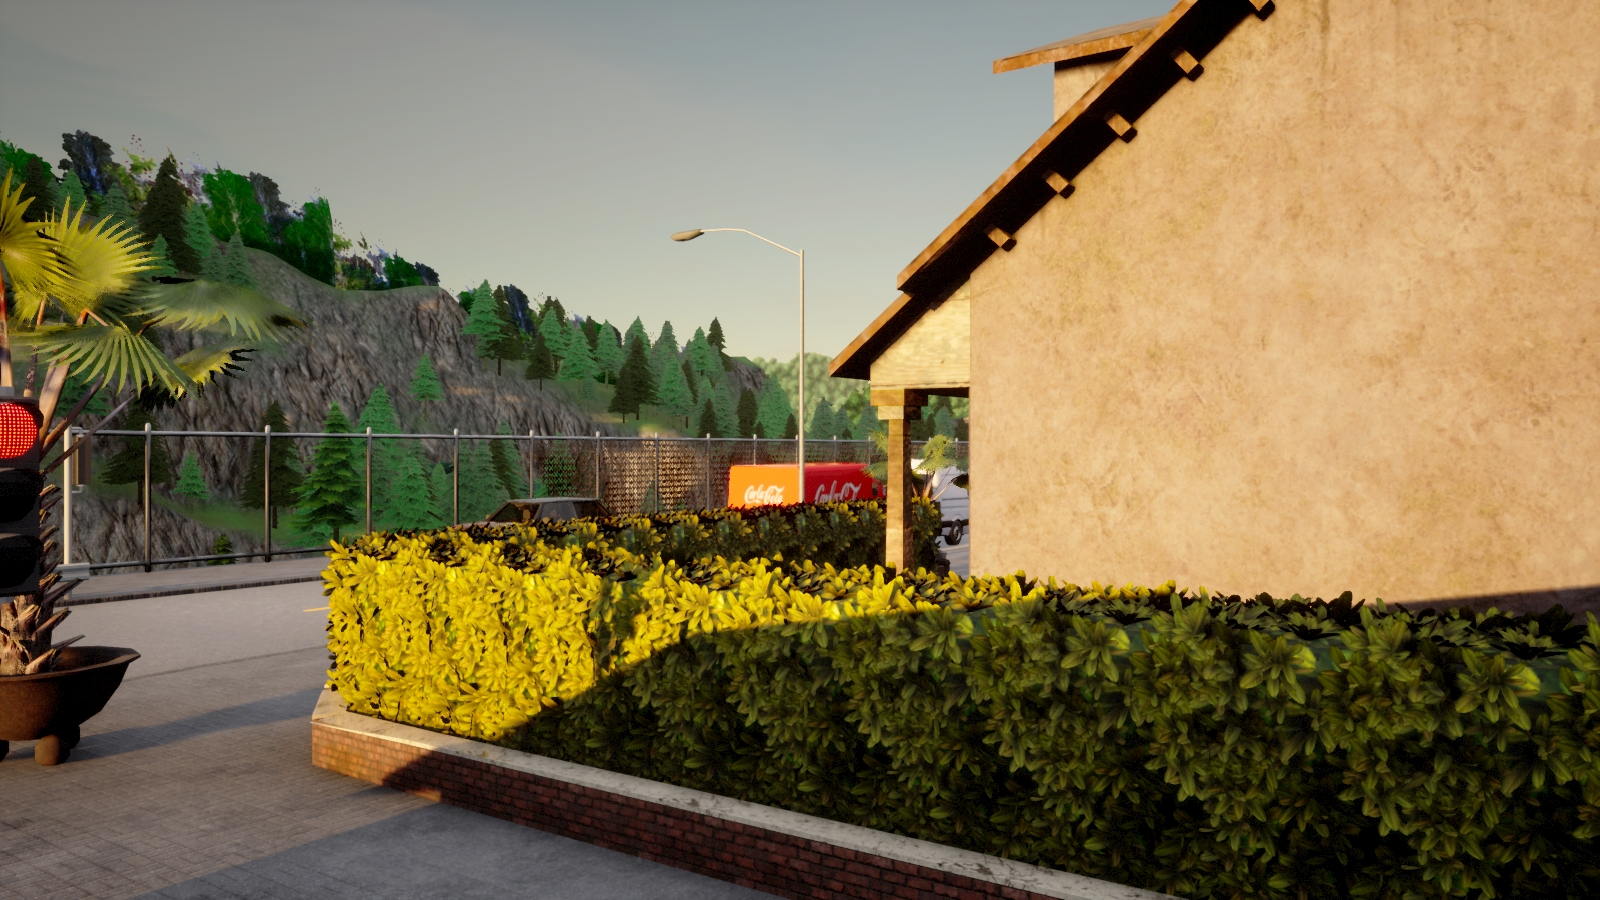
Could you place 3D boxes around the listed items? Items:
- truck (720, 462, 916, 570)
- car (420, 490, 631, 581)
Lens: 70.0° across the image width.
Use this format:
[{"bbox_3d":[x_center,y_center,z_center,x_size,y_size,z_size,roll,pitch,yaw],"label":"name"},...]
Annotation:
[{"bbox_3d":[0.584,1.568,29.600,2.627,2.467,5.204,0,0,35],"label":"truck"},{"bbox_3d":[-6.312,1.906,26.765,2.097,1.767,4.553,0,0,35],"label":"car"}]
